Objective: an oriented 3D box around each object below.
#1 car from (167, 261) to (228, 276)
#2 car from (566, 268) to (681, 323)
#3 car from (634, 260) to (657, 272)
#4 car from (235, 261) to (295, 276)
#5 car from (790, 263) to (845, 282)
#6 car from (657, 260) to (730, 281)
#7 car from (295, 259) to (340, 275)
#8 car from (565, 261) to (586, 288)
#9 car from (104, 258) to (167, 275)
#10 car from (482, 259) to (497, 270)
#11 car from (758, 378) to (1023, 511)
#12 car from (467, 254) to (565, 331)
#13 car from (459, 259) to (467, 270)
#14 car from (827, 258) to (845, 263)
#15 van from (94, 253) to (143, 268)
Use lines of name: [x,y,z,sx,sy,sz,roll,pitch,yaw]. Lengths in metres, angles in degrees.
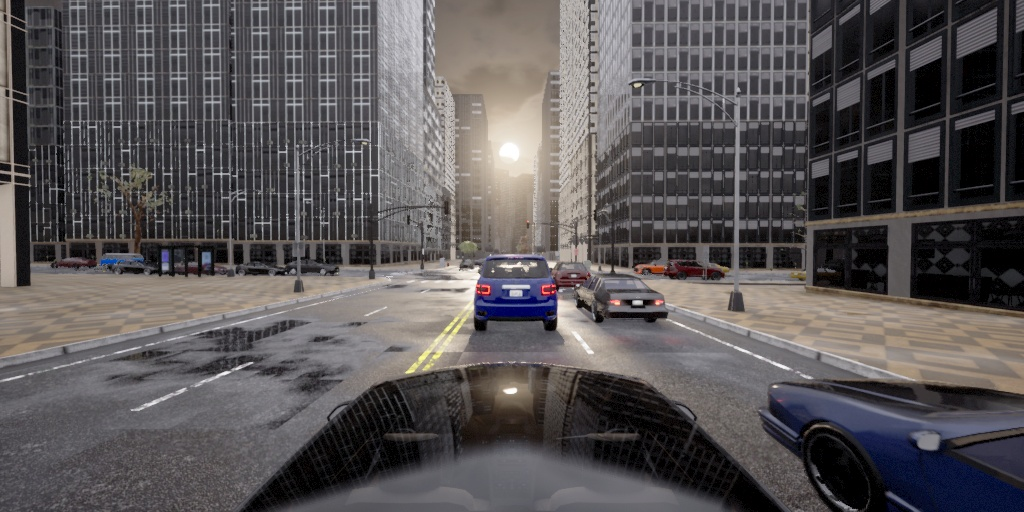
car: [-28.422,1.137,32.799,4.207,1.307,1.802,0,0,1]
car: [3.349,1.293,12.085,2.033,1.411,5.357,0,0,0]
car: [15.293,1.205,37.919,4.553,1.767,2.097,1,1,0]
car: [-22.738,1.173,32.667,4.313,1.339,1.948,0,0,1]
car: [27.636,1.577,31.951,4.829,1.417,1.751,0,0,1]
car: [16.187,1.268,32.146,5.009,1.841,2.192,0,0,1]
car: [-19.579,1.096,35.310,4.892,1.490,1.837,1,1,1]
car: [3.345,1.091,21.492,2.097,1.767,4.553,0,0,0]
car: [-34.102,1.068,32.971,4.313,1.339,1.948,0,0,1]
car: [-3.346,1.191,53.438,1.882,1.535,5.008,0,0,0]
car: [3.348,1.297,1.078,2.033,1.411,5.357,0,0,1]
car: [0.096,0.967,11.081,2.150,2.045,5.566,0,0,0]
car: [-6.612,1.216,52.543,1.837,1.490,4.892,0,1,-1]
car: [34.863,1.243,37.597,5.566,2.045,2.150,0,1,1]
van: [-45.295,0.604,41.630,3.998,1.789,1.690,0,0,1]
